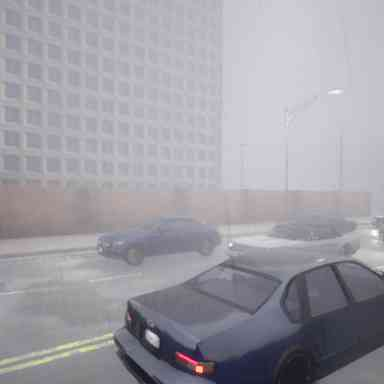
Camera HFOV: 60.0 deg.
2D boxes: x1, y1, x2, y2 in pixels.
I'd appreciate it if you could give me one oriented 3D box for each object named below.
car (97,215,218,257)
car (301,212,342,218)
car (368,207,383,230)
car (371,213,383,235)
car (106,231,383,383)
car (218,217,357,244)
[{"bbox_3d":[-0.992,1.580,11.881,4.674,1.442,1.812,1,0,-35],"label":"car"},{"bbox_3d":[6.422,1.739,17.160,4.718,1.301,1.895,1,0,-35],"label":"car"},{"bbox_3d":[14.516,1.776,22.881,5.357,1.411,2.033,1,0,-35],"label":"car"},{"bbox_3d":[10.931,1.658,16.069,4.902,1.511,2.128,1,0,-35],"label":"car"},{"bbox_3d":[1.627,1.584,4.906,5.357,1.411,2.033,1,0,-36],"label":"car"},{"bbox_3d":[3.328,1.681,10.662,4.718,1.301,1.895,1,0,-35],"label":"car"}]
